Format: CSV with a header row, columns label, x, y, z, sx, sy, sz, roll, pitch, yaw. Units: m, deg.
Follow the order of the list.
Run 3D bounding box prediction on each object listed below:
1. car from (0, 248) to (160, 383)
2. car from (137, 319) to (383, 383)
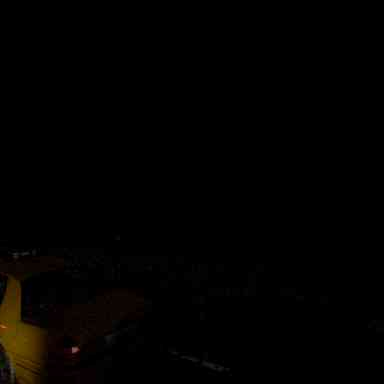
label,x,y,z,sx,sy,sz,roll,pitch,yaw
car,-2.635,1.524,4.969,4.829,1.417,1.752,0,1,35
car,2.051,1.551,1.628,4.403,1.369,2.008,0,1,35
